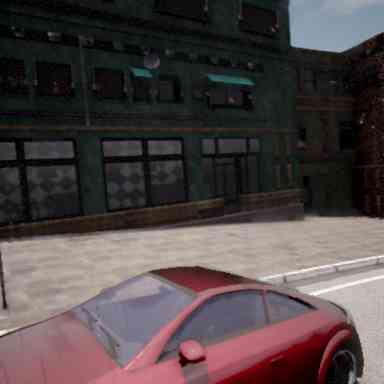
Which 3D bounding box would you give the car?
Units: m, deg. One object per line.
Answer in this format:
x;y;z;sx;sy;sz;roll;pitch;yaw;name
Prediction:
-0.151;1.547;3.379;4.181;1.385;1.994;0;0;-34;car
